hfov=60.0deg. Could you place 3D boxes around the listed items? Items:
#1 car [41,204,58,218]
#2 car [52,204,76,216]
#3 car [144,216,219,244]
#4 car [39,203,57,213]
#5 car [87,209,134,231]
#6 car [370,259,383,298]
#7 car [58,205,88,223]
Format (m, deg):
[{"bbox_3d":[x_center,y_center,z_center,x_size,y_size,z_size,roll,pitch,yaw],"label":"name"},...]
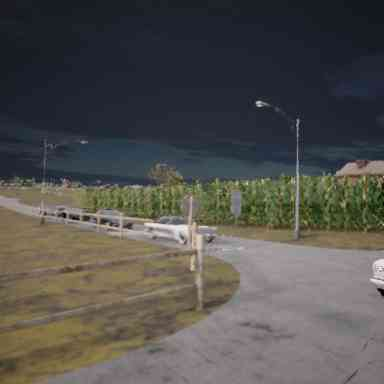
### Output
[{"bbox_3d":[-17.361,2.453,41.545,2.128,1.511,4.902,3,-3,-35],"label":"car"},{"bbox_3d":[-18.677,2.629,48.404,1.882,1.535,5.008,3,-2,-36],"label":"car"},{"bbox_3d":[-0.687,2.013,18.146,1.895,1.301,4.718,3,-3,-37],"label":"car"},{"bbox_3d":[-24.636,2.721,56.770,1.994,1.385,4.181,3,-2,-35],"label":"car"},{"bbox_3d":[-6.142,2.115,25.740,1.837,1.490,4.892,3,-3,-36],"label":"car"},{"bbox_3d":[5.961,1.679,7.375,4.718,1.301,1.895,2,-2,-36],"label":"car"},{"bbox_3d":[-11.640,2.281,33.462,1.882,1.535,5.008,3,-3,-35],"label":"car"}]
